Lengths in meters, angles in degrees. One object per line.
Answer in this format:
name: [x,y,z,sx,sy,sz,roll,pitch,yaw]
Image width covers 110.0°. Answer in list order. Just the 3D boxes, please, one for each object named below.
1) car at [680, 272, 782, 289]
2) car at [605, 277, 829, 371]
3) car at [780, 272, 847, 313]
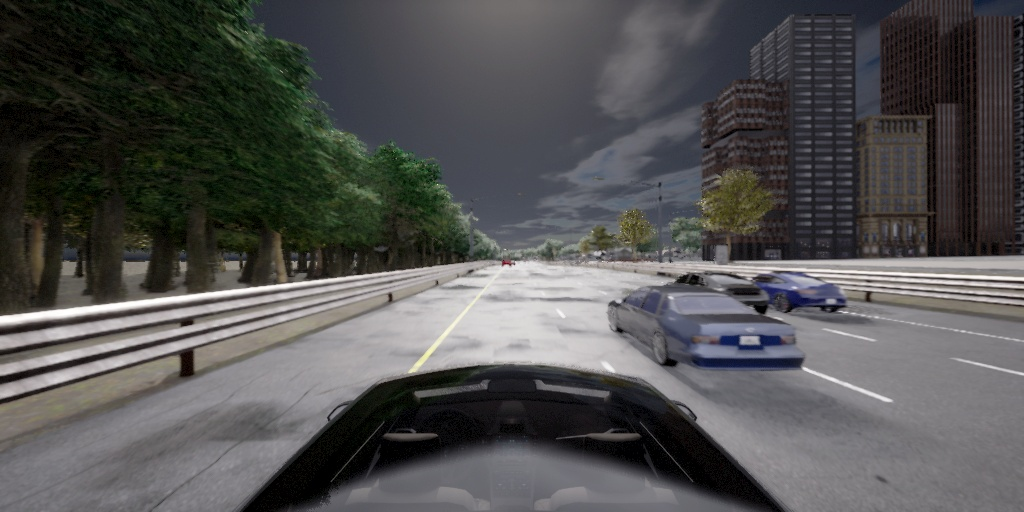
car: [7.103,1.328,13.209,1.837,1.490,4.892,0,0,0]
car: [3.603,1.339,7.950,2.033,1.411,5.357,0,0,0]
car: [10.602,1.355,14.217,1.812,1.442,4.674,0,0,0]
